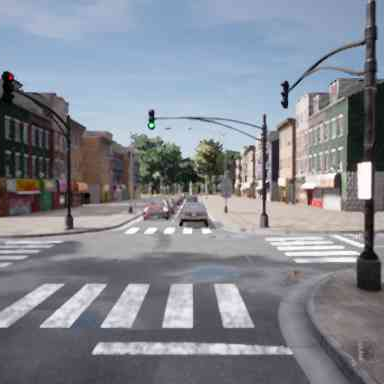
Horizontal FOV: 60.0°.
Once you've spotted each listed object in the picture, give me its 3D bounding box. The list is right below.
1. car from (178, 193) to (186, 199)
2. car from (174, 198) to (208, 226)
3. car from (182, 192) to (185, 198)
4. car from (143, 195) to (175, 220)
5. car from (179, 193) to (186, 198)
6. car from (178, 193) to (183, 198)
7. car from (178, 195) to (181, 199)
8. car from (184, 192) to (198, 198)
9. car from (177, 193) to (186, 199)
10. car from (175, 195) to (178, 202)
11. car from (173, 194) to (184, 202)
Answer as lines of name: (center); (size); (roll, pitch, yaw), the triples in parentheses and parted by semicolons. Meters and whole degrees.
car: (-2.562, 1.022, 85.449); (1.947, 1.339, 4.313); (-1, 0, 0)
car: (0.119, 1.386, 22.126); (2.033, 1.411, 5.357); (0, 0, 0)
car: (-2.594, 1.194, 52.841); (2.008, 1.369, 4.403); (-1, 0, 0)
car: (-2.622, 1.255, 25.667); (1.967, 1.590, 4.097); (-1, 0, 0)
car: (-2.557, 1.009, 90.884); (1.802, 1.307, 4.206); (-1, 0, 0)
car: (-2.600, 1.221, 47.406); (1.887, 1.381, 4.507); (-1, 0, 0)
car: (-2.610, 1.309, 36.537); (1.947, 1.339, 4.313); (-1, 0, 0)
car: (0.061, 1.116, 55.995); (2.128, 1.511, 4.902); (0, 0, 0)
car: (-2.568, 1.037, 80.014); (2.008, 1.369, 4.403); (-1, 0, 0)
car: (-2.616, 1.219, 31.101); (1.967, 1.590, 4.097); (-1, 0, 0)
car: (-2.583, 1.145, 63.710); (1.947, 1.339, 4.313); (-1, 0, 0)
